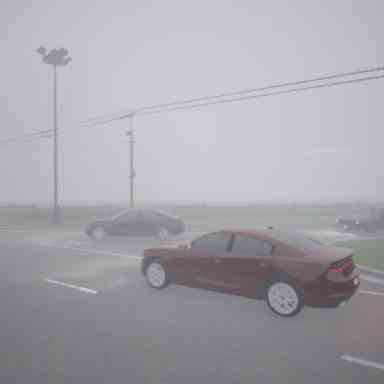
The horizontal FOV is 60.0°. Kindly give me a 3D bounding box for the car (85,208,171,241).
[{"bbox_3d":[-2.848,1.564,16.822,5.008,1.535,1.882,0,0,-1],"label":"car"}]

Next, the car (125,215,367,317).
[{"bbox_3d":[0.995,1.503,7.582,5.008,1.535,1.882,-1,0,35],"label":"car"}]

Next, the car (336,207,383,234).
[{"bbox_3d":[10.992,1.567,19.559,5.357,1.411,2.033,0,0,-23],"label":"car"}]
